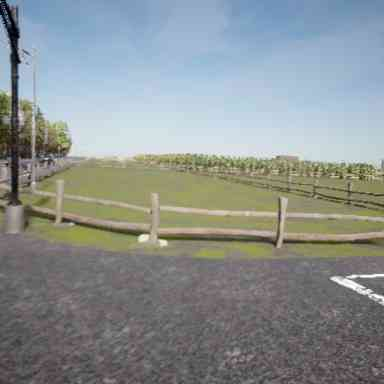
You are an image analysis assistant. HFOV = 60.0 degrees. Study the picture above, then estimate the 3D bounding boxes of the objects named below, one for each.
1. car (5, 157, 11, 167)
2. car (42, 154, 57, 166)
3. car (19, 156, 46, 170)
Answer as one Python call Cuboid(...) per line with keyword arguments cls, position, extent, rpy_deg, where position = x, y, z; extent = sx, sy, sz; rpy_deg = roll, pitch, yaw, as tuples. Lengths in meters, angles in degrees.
Cuboid(cls="car", position=(-26.267, -4.478, 49.491), extent=(2.033, 1.411, 5.357), rpy_deg=(1, 6, -16))
Cuboid(cls="car", position=(-25.082, -5.588, 58.229), extent=(2.150, 2.045, 5.566), rpy_deg=(1, 6, -16))
Cuboid(cls="car", position=(-20.818, -3.627, 43.370), extent=(1.994, 1.385, 4.181), rpy_deg=(1, 6, -16))
